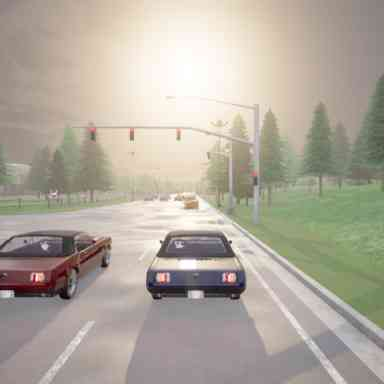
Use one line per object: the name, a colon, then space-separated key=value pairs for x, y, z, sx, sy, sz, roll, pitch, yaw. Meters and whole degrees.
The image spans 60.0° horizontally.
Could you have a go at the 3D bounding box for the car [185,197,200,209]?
car: x=0.097 y=1.584 z=50.001 sx=2.033 sy=1.411 sz=5.357 roll=0 pitch=2 yaw=0

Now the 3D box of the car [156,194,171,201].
car: x=-6.844 y=1.520 z=80.638 sx=2.033 sy=1.411 sz=5.357 roll=0 pitch=0 yaw=0

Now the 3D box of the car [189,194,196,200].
car: x=0.176 y=1.359 z=91.044 sx=2.033 sy=1.411 sz=5.357 roll=0 pitch=0 yaw=0

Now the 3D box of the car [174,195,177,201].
car: x=-3.343 y=1.533 z=81.047 sx=1.994 sy=1.385 sz=4.181 roll=0 pitch=0 yaw=0

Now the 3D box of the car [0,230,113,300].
car: x=-3.405 y=1.600 z=8.360 sx=1.895 sy=1.301 sz=4.718 roll=0 pitch=0 yaw=0

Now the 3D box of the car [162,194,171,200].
car: x=-6.824 y=1.359 z=91.057 sx=2.033 sy=1.411 sz=5.357 roll=0 pitch=0 yaw=0

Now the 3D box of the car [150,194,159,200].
car: x=-10.324 y=1.319 z=91.064 sx=1.837 sy=1.490 sz=4.892 roll=0 pitch=0 yaw=0

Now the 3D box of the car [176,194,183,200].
car: x=-3.324 y=1.343 z=91.051 sx=1.812 sy=1.442 sz=4.674 roll=0 pitch=0 yaw=0

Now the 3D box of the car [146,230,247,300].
car: x=0.095 y=1.600 z=8.336 sx=1.895 sy=1.301 sz=4.718 roll=0 pitch=0 yaw=0

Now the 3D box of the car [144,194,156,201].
car: x=-10.344 y=1.520 z=80.644 sx=2.033 sy=1.411 sz=5.357 roll=0 pitch=0 yaw=0

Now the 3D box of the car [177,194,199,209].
car: x=-0.374 y=1.045 z=46.618 sx=1.882 sy=1.535 sz=5.008 roll=-10 pitch=17 yaw=-8
